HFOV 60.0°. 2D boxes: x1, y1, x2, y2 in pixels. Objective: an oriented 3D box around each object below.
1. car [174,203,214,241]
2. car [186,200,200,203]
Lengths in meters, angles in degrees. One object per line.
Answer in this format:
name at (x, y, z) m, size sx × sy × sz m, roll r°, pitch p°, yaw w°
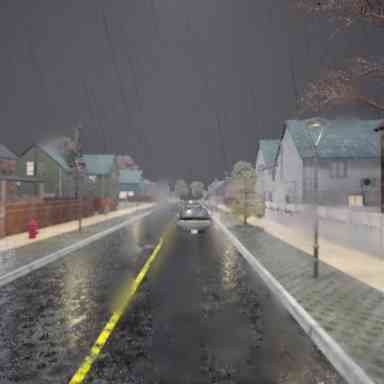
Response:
car at (0.099, 1.529, 17.014) m, size 2.128 × 1.511 × 4.902 m, roll 0°, pitch 0°, yaw 0°
car at (0.096, 1.610, 36.890) m, size 2.128 × 1.511 × 4.902 m, roll 0°, pitch 0°, yaw 0°
